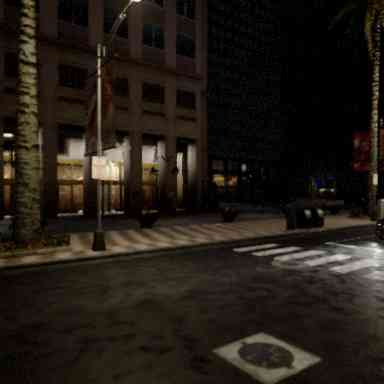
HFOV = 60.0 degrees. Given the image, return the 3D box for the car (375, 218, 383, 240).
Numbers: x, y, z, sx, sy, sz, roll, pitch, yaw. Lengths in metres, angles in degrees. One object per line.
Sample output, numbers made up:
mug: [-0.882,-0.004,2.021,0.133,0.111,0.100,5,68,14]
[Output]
car: [10.626,1.473,15.877,4.902,1.511,2.128,0,0,-36]
